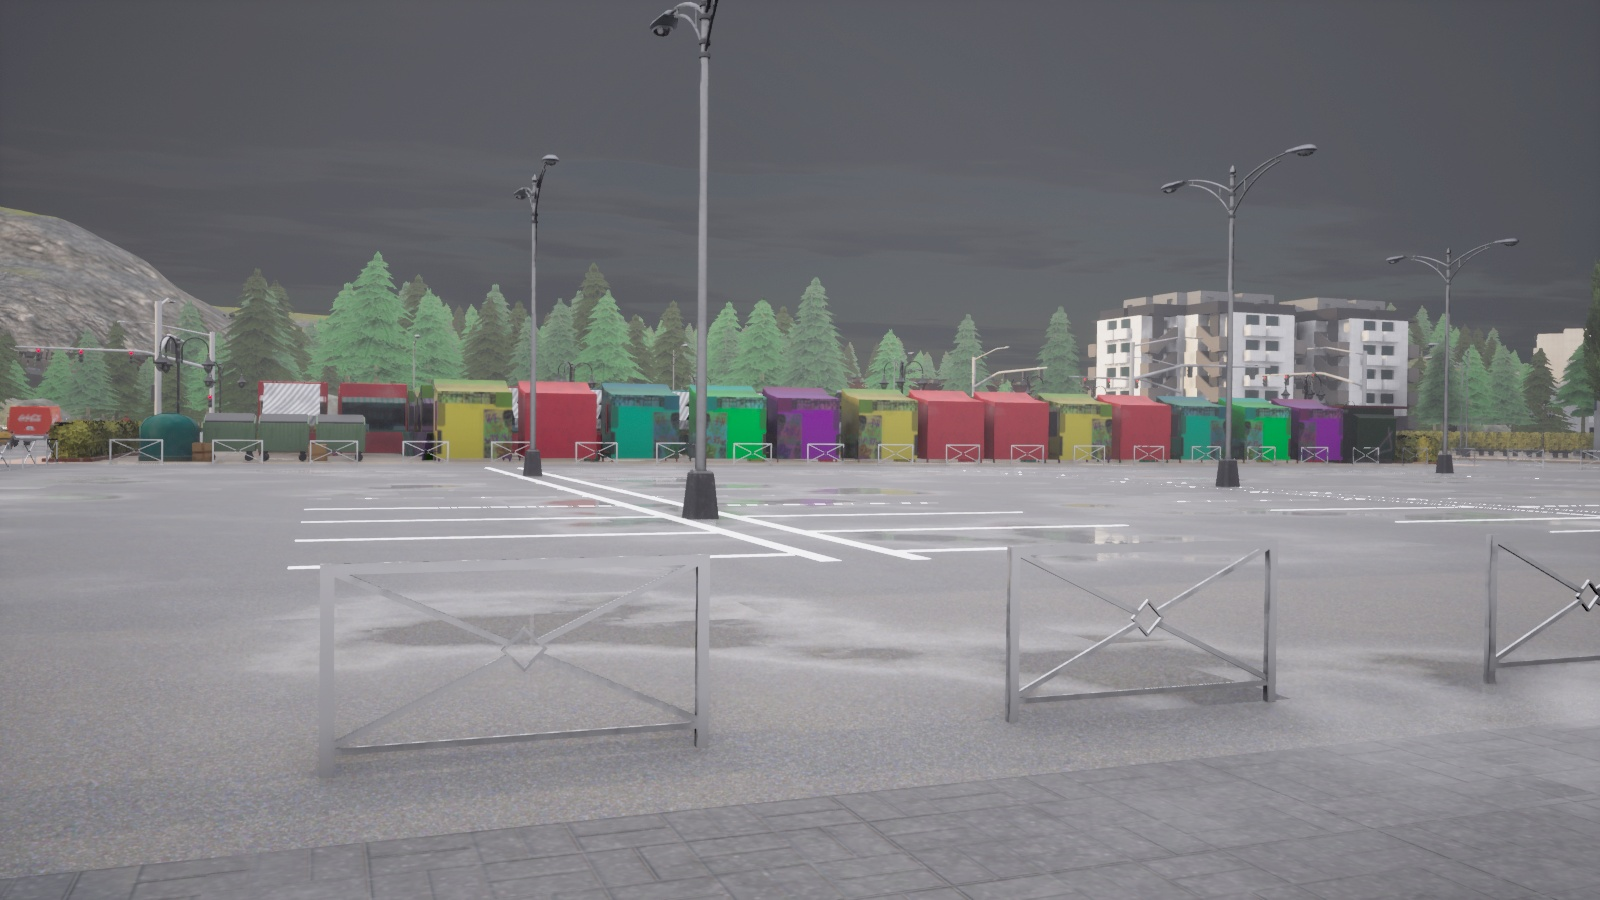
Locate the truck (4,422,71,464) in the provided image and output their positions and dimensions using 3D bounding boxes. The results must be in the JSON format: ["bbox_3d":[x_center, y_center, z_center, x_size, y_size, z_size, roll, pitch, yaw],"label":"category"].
[{"bbox_3d":[-47.141,-0.462,77.769,2.627,2.467,5.204,-1,1,-21],"label":"truck"}]

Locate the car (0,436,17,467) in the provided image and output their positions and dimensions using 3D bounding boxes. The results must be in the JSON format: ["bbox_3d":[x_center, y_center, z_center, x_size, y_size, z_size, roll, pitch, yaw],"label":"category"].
[{"bbox_3d":[-42.304,0.100,65.177,1.801,1.575,5.366,-1,0,-21],"label":"car"}]
